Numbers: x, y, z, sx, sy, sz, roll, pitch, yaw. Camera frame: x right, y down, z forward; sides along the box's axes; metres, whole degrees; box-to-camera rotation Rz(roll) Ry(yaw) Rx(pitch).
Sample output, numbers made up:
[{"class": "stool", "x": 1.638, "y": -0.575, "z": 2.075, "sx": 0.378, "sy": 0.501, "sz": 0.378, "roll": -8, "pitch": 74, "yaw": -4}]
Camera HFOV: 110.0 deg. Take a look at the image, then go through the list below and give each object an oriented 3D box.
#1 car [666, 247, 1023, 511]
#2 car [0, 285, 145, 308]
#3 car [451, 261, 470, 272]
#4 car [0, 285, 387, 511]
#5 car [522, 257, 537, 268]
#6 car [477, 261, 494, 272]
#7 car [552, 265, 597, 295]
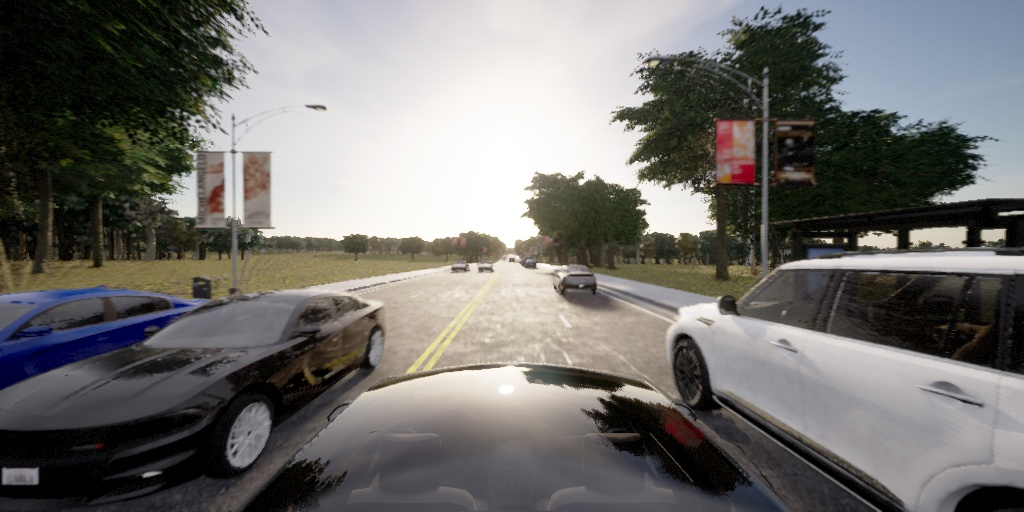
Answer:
[{"class": "car", "x": 3.348, "y": 0.972, "z": 2.945, "sx": 2.150, "sy": 2.045, "sz": 5.566, "roll": 0, "pitch": 0, "yaw": 0}, {"class": "car", "x": -6.600, "y": 1.228, "z": 4.943, "sx": 1.882, "sy": 1.535, "sz": 5.008, "roll": 0, "pitch": 0, "yaw": 0}, {"class": "car", "x": -6.564, "y": 1.338, "z": 46.270, "sx": 2.033, "sy": 1.411, "sz": 5.357, "roll": 0, "pitch": 0, "yaw": 1}, {"class": "car", "x": -3.350, "y": 1.228, "z": 4.941, "sx": 1.882, "sy": 1.535, "sz": 5.008, "roll": 0, "pitch": 0, "yaw": 0}, {"class": "car", "x": 3.252, "y": 1.322, "z": 62.656, "sx": 1.882, "sy": 1.535, "sz": 5.008, "roll": 0, "pitch": 0, "yaw": 0}, {"class": "car", "x": -3.314, "y": 1.338, "z": 46.270, "sx": 2.033, "sy": 1.411, "sz": 5.357, "roll": 0, "pitch": 0, "yaw": 1}, {"class": "car", "x": 3.349, "y": 1.248, "z": 19.759, "sx": 2.128, "sy": 1.511, "sz": 4.902, "roll": 0, "pitch": 0, "yaw": 0}]
